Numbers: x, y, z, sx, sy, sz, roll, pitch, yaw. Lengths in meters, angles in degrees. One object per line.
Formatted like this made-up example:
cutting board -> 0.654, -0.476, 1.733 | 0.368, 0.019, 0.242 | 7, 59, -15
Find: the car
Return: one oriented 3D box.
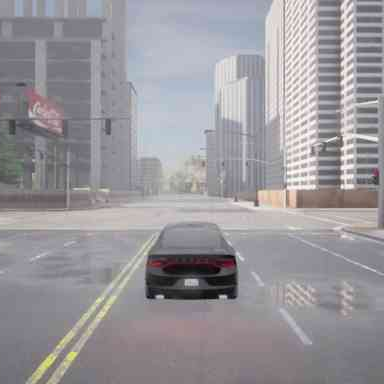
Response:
car -> -0.003, 1.477, 8.464 | 1.882, 1.535, 5.008 | 0, 0, 0
